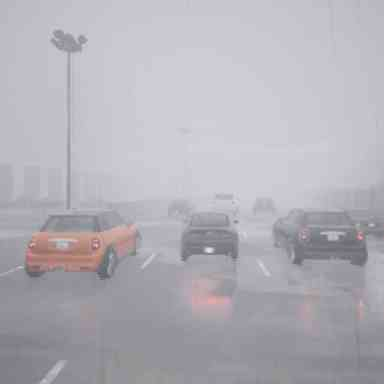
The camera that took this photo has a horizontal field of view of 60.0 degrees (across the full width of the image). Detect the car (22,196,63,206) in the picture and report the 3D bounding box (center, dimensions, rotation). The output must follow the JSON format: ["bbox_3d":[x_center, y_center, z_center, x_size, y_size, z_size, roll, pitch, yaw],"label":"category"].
[{"bbox_3d":[-16.922,1.333,38.590,1.895,1.301,4.718,0,0,12],"label":"car"}]

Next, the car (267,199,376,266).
[{"bbox_3d":[4.142,1.300,11.556,2.097,1.767,4.553,0,0,4],"label":"car"}]

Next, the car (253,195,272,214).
[{"bbox_3d":[7.241,1.189,33.336,2.097,1.767,4.553,0,0,12],"label":"car"}]

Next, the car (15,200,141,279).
[{"bbox_3d":[-2.968,1.286,10.075,2.097,1.767,4.553,0,0,3],"label":"car"}]

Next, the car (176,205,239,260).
[{"bbox_3d":[0.669,1.439,12.155,1.837,1.490,4.892,0,0,4],"label":"car"}]

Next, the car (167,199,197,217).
[{"bbox_3d":[-0.791,1.343,28.604,1.837,1.490,4.892,0,0,10],"label":"car"}]

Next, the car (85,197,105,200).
[{"bbox_3d":[-12.497,1.290,42.352,1.994,1.385,4.181,0,0,13],"label":"car"}]

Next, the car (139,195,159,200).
[{"bbox_3d":[-6.681,1.241,51.385,2.033,1.411,5.357,0,0,15],"label":"car"}]

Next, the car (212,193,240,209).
[{"bbox_3d":[3.156,1.059,30.926,2.150,2.045,5.566,0,0,11],"label":"car"}]

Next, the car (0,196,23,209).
[{"bbox_3d":[-20.313,1.195,39.409,1.882,1.535,5.008,0,0,12],"label":"car"}]

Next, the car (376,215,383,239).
[{"bbox_3d":[8.115,1.478,17.018,2.033,1.411,5.357,0,0,6],"label":"car"}]
